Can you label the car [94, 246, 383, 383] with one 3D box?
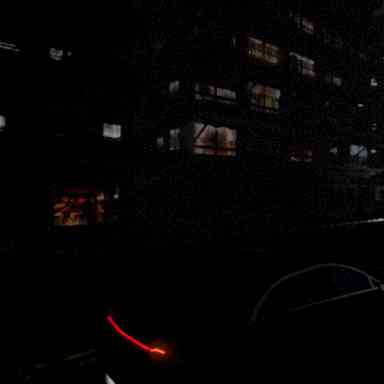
[{"bbox_3d":[1.252,1.495,4.373,4.902,1.511,2.128,0,0,-36],"label":"car"}]
